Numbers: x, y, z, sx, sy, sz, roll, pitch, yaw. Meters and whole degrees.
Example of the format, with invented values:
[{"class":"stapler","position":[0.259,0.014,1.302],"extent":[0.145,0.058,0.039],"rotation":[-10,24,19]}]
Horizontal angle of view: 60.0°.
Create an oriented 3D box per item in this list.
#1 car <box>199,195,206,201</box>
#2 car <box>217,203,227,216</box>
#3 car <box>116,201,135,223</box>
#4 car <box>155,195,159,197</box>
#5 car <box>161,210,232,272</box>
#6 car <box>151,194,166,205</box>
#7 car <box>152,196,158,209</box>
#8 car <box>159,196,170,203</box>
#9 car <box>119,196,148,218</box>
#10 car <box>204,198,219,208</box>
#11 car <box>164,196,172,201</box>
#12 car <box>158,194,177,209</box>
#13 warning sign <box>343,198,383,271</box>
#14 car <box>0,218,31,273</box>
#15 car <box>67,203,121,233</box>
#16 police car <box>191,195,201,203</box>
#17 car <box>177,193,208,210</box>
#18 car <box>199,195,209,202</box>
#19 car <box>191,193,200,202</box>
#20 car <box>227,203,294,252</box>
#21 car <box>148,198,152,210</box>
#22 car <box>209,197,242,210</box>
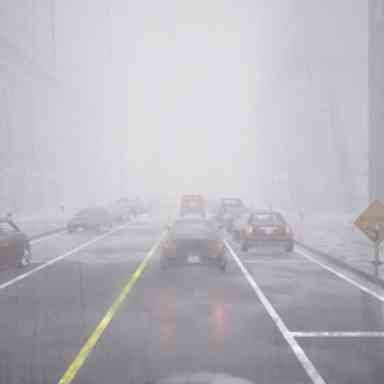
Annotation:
[{"class":"car","position":[2.712,1.491,86.829],"extent":[1.752,1.417,4.829],"rotation":[0,0,0]},{"class":"car","position":[2.754,1.556,19.433],"extent":[1.947,1.339,4.313],"rotation":[0,0,0]},{"class":"car","position":[-5.775,1.570,25.026],"extent":[1.802,1.307,4.206],"rotation":[0,0,0]},{"class":"car","position":[-5.789,1.545,47.433],"extent":[1.947,1.339,4.313],"rotation":[0,0,0]},{"class":"car","position":[0.059,1.520,10.690],"extent":[1.812,1.442,4.674],"rotation":[0,0,0]},{"class":"car","position":[-5.795,1.289,58.636],"extent":[2.192,1.841,5.009],"rotation":[0,0,0]},{"class":"car","position":[-5.785,1.532,41.831],"extent":[2.008,1.369,4.403],"rotation":[0,0,0]},{"class":"car","position":[-5.803,1.515,69.840],"extent":[1.887,1.381,4.507],"rotation":[0,0,0]},{"class":"car","position":[-5.777,1.301,30.627],"extent":[2.192,1.841,5.009],"rotation":[0,0,0]},{"class":"car","position":[2.737,1.523,47.444],"extent":[1.887,1.381,4.507],"rotation":[0,0,0]},{"class":"car","position":[-5.810,1.549,81.043],"extent":[1.802,1.307,4.206],"rotation":[0,0,0]},{"class":"car","position":[-3.117,1.457,45.759],"extent":[1.882,1.535,5.008],"rotation":[0,0,0]},{"class":"warning sign","position":[5.059,1.110,9.139],"extent":[1.300,1.860,1.060],"rotation":[0,0,0]},{"class":"car","position":[-5.763,1.436,8.221],"extent":[1.967,1.590,4.097],"rotation":[0,0,0]},{"class":"car","position":[-5.771,1.557,19.424],"extent":[1.947,1.339,4.313],"rotation":[0,0,0]},{"class":"police car","position":[0.857,1.396,69.243],"extent":[1.930,1.638,5.238],"rotation":[0,0,0]},{"class":"car","position":[0.066,1.206,30.069],"extent":[2.150,2.045,5.566],"rotation":[0,0,0]},{"class":"car","position":[2.719,1.409,75.454],"extent":[1.967,1.590,4.097],"rotation":[0,0,0]},{"class":"car","position":[0.772,1.191,79.156],"extent":[2.150,2.045,5.566],"rotation":[0,0,-1]},{"class":"car","position":[2.758,1.433,13.831],"extent":[1.967,1.590,4.097],"rotation":[0,0,0]},{"class":"car","position":[-5.781,1.509,36.060],"extent":[1.752,1.417,4.829],"rotation":[0,0,0]},{"class":"car","position":[2.752,1.303,25.034],"extent":[2.192,1.841,5.009],"rotation":[0,0,0]}]
